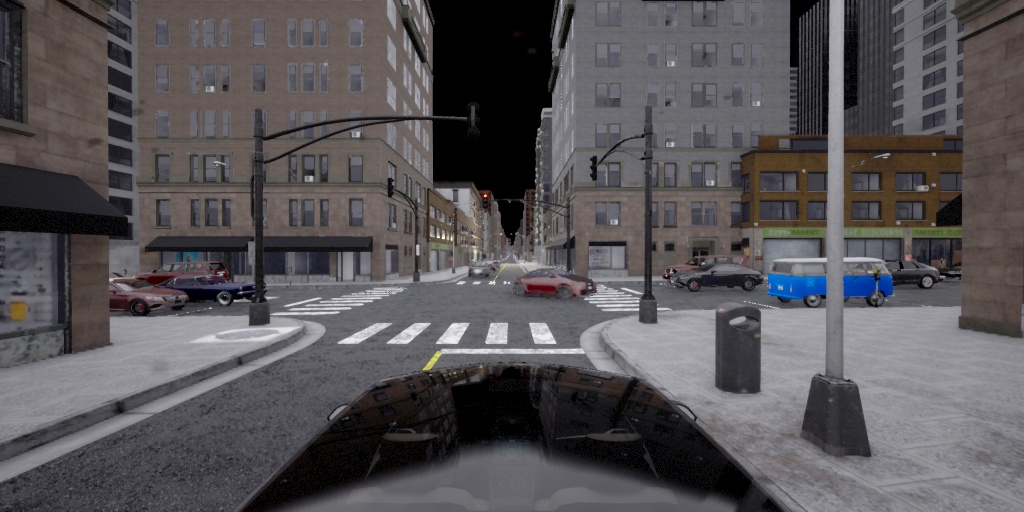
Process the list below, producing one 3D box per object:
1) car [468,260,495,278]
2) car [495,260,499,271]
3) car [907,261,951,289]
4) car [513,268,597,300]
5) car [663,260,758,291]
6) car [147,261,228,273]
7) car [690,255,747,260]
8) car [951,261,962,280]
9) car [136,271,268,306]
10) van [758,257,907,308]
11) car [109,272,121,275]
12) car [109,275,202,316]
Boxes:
[{"bbox_3d":[-3.093,1.246,34.284,2.128,1.511,4.902,0,0,0],"label":"car"},{"bbox_3d":[-3.083,1.292,47.192,1.812,1.442,4.674,0,0,0],"label":"car"},{"bbox_3d":[20.289,0.980,19.608,4.892,1.490,1.837,-1,0,0],"label":"car"},{"bbox_3d":[2.052,1.303,17.879,4.181,1.385,1.994,0,1,40],"label":"car"},{"bbox_3d":[11.103,1.113,19.603,4.674,1.442,1.812,-1,0,1],"label":"car"},{"bbox_3d":[-20.343,1.270,22.178,5.009,1.841,2.192,0,0,0],"label":"car"},{"bbox_3d":[12.098,0.871,22.255,5.009,1.841,2.192,0,0,0],"label":"car"},{"bbox_3d":[28.926,0.915,22.295,4.313,1.339,1.948,0,0,0],"label":"car"},{"bbox_3d":[-13.953,1.517,16.330,4.718,1.301,1.895,-1,0,0],"label":"car"},{"bbox_3d":[12.119,0.957,13.729,3.998,1.789,1.690,0,0,0],"label":"van"},{"bbox_3d":[-26.017,1.550,22.165,4.829,1.417,1.751,0,0,0],"label":"car"},{"bbox_3d":[-14.817,1.527,13.666,4.207,1.307,1.802,0,0,0],"label":"car"}]
